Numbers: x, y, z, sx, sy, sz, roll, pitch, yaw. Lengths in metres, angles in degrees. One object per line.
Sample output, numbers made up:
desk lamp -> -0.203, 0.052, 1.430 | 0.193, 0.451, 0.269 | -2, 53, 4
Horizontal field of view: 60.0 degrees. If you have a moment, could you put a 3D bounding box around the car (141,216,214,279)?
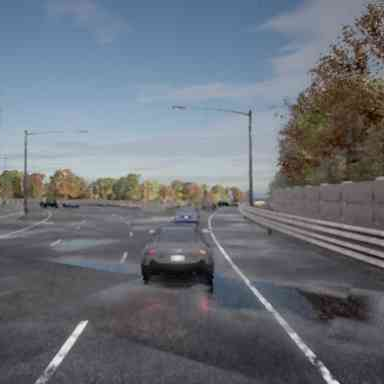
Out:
car -> -0.418, 1.667, 10.429 | 1.994, 1.385, 4.181 | 0, -1, -2

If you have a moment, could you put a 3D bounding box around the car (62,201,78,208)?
car -> -22.372, 2.246, 60.967 | 1.994, 1.385, 4.181 | 0, -1, -34

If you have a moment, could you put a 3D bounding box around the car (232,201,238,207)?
car -> 9.498, 2.966, 82.490 | 2.033, 1.411, 5.357 | 0, -4, 13

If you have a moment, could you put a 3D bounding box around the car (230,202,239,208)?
car -> 11.931, 3.555, 92.582 | 1.837, 1.490, 4.892 | 0, -4, 14

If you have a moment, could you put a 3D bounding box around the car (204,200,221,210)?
car -> 2.781, 1.975, 51.604 | 2.128, 1.511, 4.902 | 0, -1, 11

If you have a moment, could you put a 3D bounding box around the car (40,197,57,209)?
car -> -25.911, 1.910, 60.009 | 2.150, 2.045, 5.566 | 0, -1, -35

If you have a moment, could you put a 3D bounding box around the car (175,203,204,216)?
car -> -0.295, 1.789, 24.962 | 2.033, 1.411, 5.357 | 0, -1, 2

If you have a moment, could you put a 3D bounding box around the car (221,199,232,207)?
car -> 6.480, 2.274, 68.898 | 1.882, 1.535, 5.008 | 0, -2, 12
